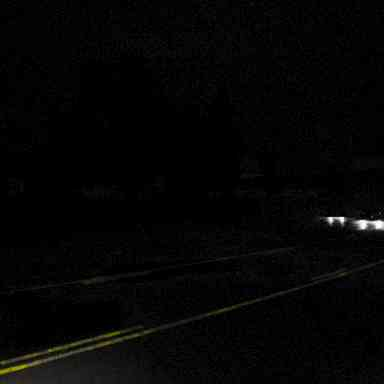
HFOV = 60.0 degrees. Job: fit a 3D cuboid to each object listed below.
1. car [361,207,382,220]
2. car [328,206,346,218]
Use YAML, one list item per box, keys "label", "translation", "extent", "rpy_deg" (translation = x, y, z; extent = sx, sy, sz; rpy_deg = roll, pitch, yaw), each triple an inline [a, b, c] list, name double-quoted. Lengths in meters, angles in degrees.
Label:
- label: "car"
  translation: [19.811, 2.345, 36.797]
  extent: [1.895, 1.301, 4.718]
  rpy_deg: [0, -1, 26]
- label: "car"
  translation: [17.718, 2.379, 40.666]
  extent: [1.994, 1.385, 4.181]
  rpy_deg: [0, -1, 23]
